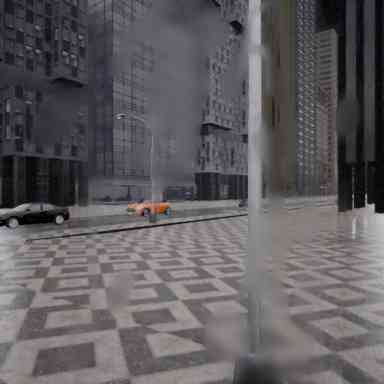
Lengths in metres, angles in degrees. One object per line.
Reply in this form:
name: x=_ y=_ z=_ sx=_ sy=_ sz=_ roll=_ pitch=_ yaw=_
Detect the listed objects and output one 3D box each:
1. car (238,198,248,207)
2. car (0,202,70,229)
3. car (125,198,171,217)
car: x=8.286 y=1.503 z=47.577 sx=1.994 sy=1.385 sz=4.181 roll=0 pitch=0 yaw=37
car: x=-10.567 y=1.458 z=21.906 sx=1.882 sy=1.535 sz=5.008 roll=0 pitch=0 yaw=36
car: x=-4.036 y=1.320 z=30.839 sx=2.097 sy=1.767 sz=4.553 roll=0 pitch=0 yaw=36
